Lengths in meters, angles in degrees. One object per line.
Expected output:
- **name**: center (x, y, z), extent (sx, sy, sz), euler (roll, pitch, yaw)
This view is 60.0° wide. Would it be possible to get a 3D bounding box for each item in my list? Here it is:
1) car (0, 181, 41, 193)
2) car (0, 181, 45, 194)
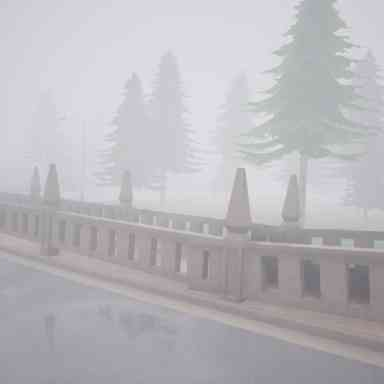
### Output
- **car**: center (-21.914, -0.633, 42.322), extent (1.812, 1.442, 4.674), euler (4, 2, 37)
- **car**: center (-19.918, -0.472, 39.183), extent (1.882, 1.535, 5.008), euler (4, 2, 37)
